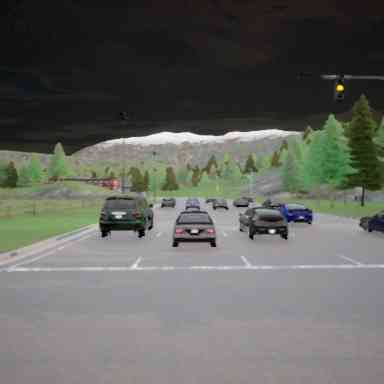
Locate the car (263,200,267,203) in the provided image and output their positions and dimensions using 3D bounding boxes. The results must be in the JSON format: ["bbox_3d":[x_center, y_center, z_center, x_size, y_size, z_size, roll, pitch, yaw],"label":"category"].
[{"bbox_3d":[10.592,1.566,43.819,2.033,1.411,5.357,0,0,0],"label":"car"}]

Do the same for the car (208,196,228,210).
[{"bbox_3d":[3.592,1.565,43.408,2.033,1.411,5.357,0,0,0],"label":"car"}]

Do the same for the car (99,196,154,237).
[{"bbox_3d":[-3.402,1.229,18.111,2.150,2.045,5.566,0,0,0],"label":"car"}]

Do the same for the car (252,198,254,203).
[{"bbox_3d":[10.488,1.531,62.930,1.837,1.490,4.892,0,0,0],"label":"car"}]

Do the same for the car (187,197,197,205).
[{"bbox_3d":[-0.012,1.627,62.852,1.895,1.301,4.718,0,0,0],"label":"car"}]

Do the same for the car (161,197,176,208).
[{"bbox_3d":[-3.409,1.509,48.557,2.128,1.511,4.902,0,0,0],"label":"car"}]

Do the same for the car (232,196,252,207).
[{"bbox_3d":[7.090,1.584,48.537,1.994,1.385,4.181,0,0,0],"label":"car"}]

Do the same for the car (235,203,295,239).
[{"bbox_3d":[3.597,1.511,17.327,1.837,1.490,4.892,0,0,0],"label":"car"}]

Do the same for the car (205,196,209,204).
[{"bbox_3d":[3.488,1.552,63.066,1.812,1.442,4.674,0,0,0],"label":"car"}]

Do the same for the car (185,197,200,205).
[{"bbox_3d":[0.092,1.565,43.316,2.033,1.411,5.357,0,0,0],"label":"car"}]

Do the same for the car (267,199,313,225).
[{"bbox_3d":[7.097,1.488,24.045,1.882,1.535,5.008,0,0,0],"label":"car"}]

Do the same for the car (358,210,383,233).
[{"bbox_3d":[10.598,1.555,16.871,2.033,1.411,5.357,0,0,0],"label":"car"}]

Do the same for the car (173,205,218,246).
[{"bbox_3d":[0.099,1.554,15.265,2.033,1.411,5.357,0,0,0],"label":"car"}]
